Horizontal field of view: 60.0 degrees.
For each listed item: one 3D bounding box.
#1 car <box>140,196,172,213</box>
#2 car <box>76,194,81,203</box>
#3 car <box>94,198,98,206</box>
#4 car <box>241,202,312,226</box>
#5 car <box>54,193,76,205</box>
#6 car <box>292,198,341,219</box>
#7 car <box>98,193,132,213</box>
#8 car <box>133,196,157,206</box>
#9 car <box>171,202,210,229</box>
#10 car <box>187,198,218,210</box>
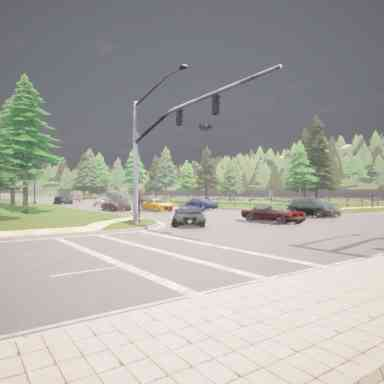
[{"bbox_3d":[-3.912,1.477,37.427,1.882,1.535,5.008,0,0,-35],"label":"car"},{"bbox_3d":[-23.227,1.161,65.062,2.097,1.767,4.553,0,0,-35],"label":"car"},{"bbox_3d":[-13.621,1.526,51.258,1.812,1.442,4.674,0,0,-35],"label":"car"},{"bbox_3d":[5.743,1.601,23.701,1.895,1.301,4.718,0,0,-35],"label":"car"},{"bbox_3d":[-22.286,1.224,57.537,2.150,2.045,5.566,0,0,-35],"label":"car"},{"bbox_3d":[10.540,1.352,29.048,2.097,1.767,4.553,0,0,-35],"label":"car"},{"bbox_3d":[-8.642,1.352,38.069,2.097,1.767,4.553,0,0,-35],"label":"car"},{"bbox_3d":[-7.793,1.477,55.131,1.882,1.535,5.008,0,0,-35],"label":"car"},{"bbox_3d":[-0.137,1.564,21.693,1.994,1.385,4.181,0,0,-1],"label":"car"},{"bbox_3d":[1.231,1.478,42.283,1.882,1.535,5.008,0,0,-35],"label":"car"}]
